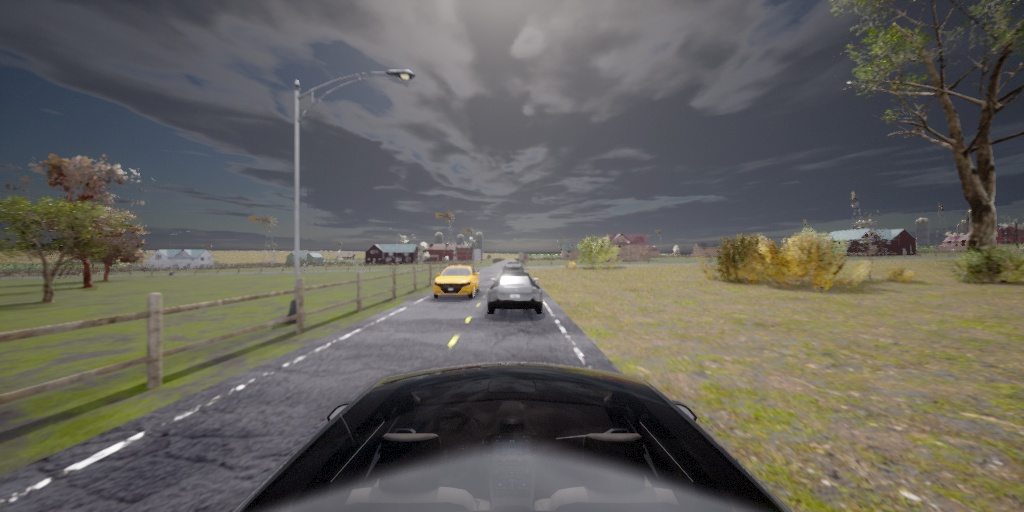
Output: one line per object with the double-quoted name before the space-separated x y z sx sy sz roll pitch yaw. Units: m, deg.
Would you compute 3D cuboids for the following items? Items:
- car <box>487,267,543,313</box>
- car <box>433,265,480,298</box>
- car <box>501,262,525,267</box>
"car" 0.104 1.317 14.005 1.994 1.385 4.181 0 0 0
"car" -2.746 1.234 18.587 1.882 1.535 5.008 0 0 0
"car" 0.108 1.274 31.085 1.837 1.490 4.892 0 0 0
